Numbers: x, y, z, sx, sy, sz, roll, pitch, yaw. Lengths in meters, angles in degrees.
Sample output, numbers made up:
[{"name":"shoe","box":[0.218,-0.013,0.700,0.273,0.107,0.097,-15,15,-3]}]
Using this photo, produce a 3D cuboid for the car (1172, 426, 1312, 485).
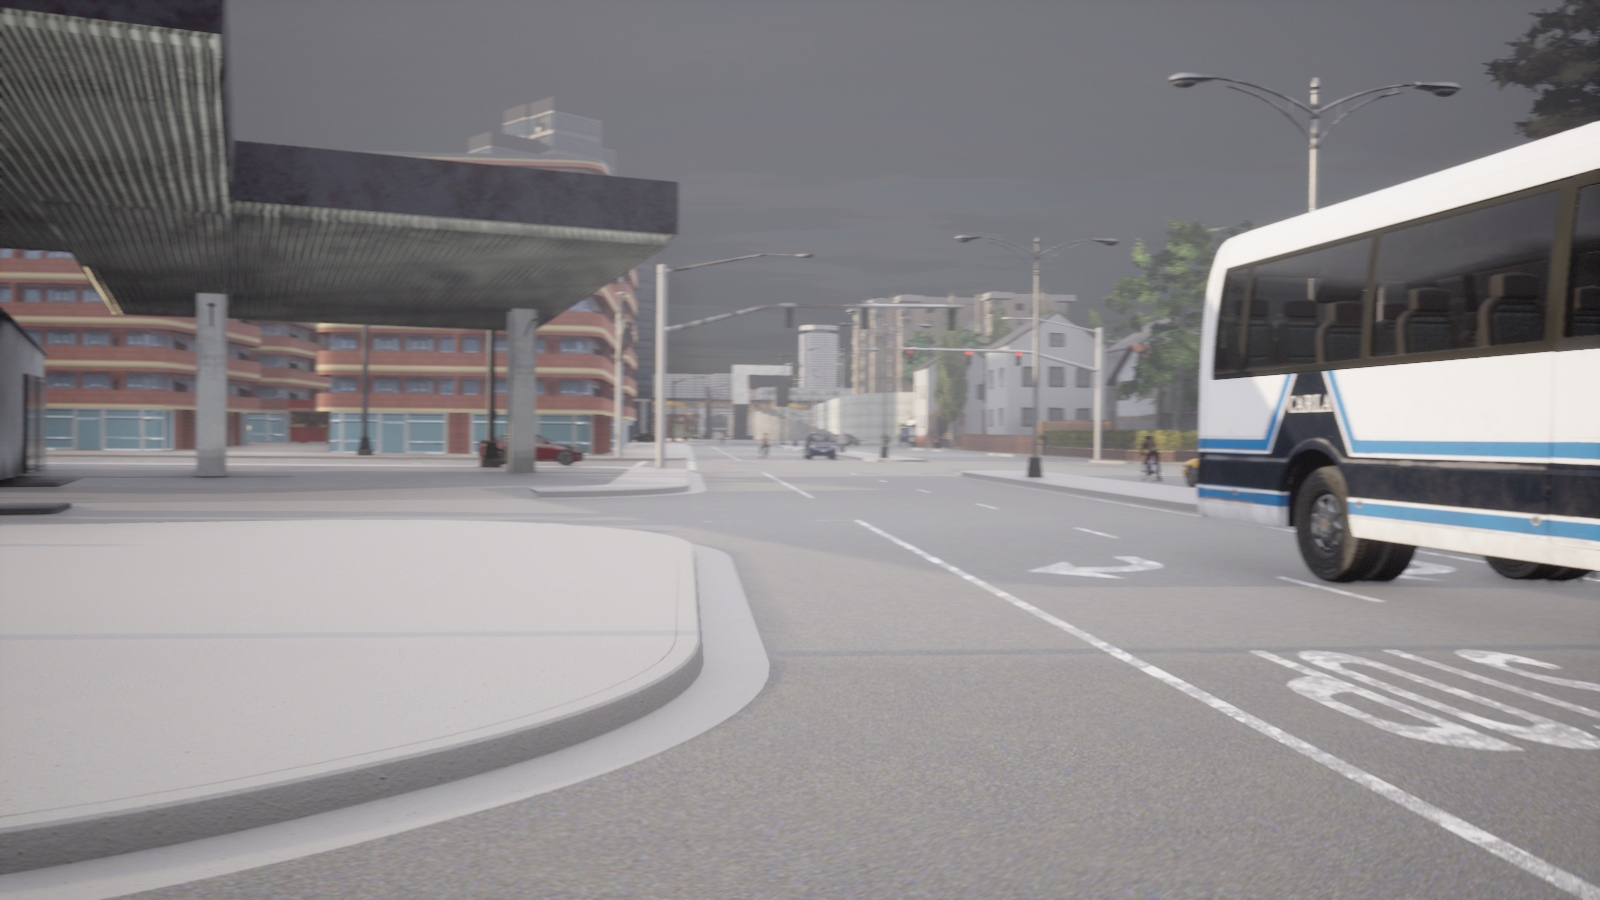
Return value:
[{"name":"car","box":[12.876,0.113,36.975,1.801,1.575,5.366,-1,1,-6]}]

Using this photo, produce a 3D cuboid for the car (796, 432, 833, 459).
[{"name":"car","box":[0.899,-0.306,77.766,1.851,1.617,3.988,-1,1,-5]}]

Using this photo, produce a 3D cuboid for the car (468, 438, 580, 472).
[{"name":"car","box":[-12.566,0.214,57.510,4.792,1.488,2.163,-1,1,-6]}]

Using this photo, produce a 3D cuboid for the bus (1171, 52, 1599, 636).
[{"name":"bus","box":[7.498,-0.809,11.233,3.944,4.253,10.273,-1,1,-9]}]
